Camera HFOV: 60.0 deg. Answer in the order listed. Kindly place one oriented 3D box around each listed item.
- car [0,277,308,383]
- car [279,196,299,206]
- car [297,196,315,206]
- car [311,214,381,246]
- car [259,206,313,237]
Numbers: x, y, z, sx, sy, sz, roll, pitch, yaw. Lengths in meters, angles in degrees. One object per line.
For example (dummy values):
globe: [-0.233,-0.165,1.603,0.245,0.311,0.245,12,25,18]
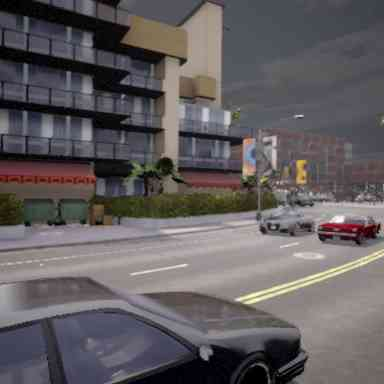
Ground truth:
car: [-1.262,1.555,2.920,5.357,1.411,2.033,1,0,-37]
car: [16.643,1.980,59.881,1.994,1.385,4.181,1,0,-19]
car: [20.010,1.770,60.871,2.150,2.045,5.566,1,0,-18]
car: [7.870,1.766,16.496,1.895,1.301,4.718,0,0,41]
car: [5.636,1.730,19.362,1.994,1.385,4.181,0,0,40]
